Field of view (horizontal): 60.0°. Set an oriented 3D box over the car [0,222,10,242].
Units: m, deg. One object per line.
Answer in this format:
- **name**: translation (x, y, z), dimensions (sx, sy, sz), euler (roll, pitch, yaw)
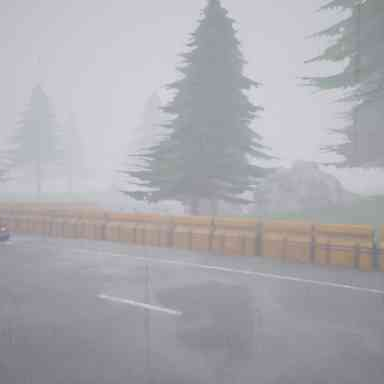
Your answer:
- **car**: translation (-9.536, 1.418, 12.773), dimensions (5.357, 1.411, 2.033), euler (1, 1, 22)
